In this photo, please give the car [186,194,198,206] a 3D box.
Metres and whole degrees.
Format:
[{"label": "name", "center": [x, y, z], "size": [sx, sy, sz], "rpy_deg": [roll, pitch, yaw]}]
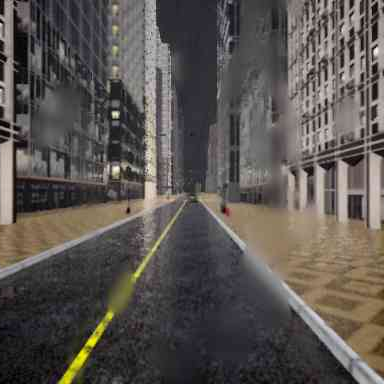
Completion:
[{"label": "car", "center": [0.003, 1.476, 53.948], "size": [2.128, 1.511, 4.902], "rpy_deg": [0, 0, 0]}]
